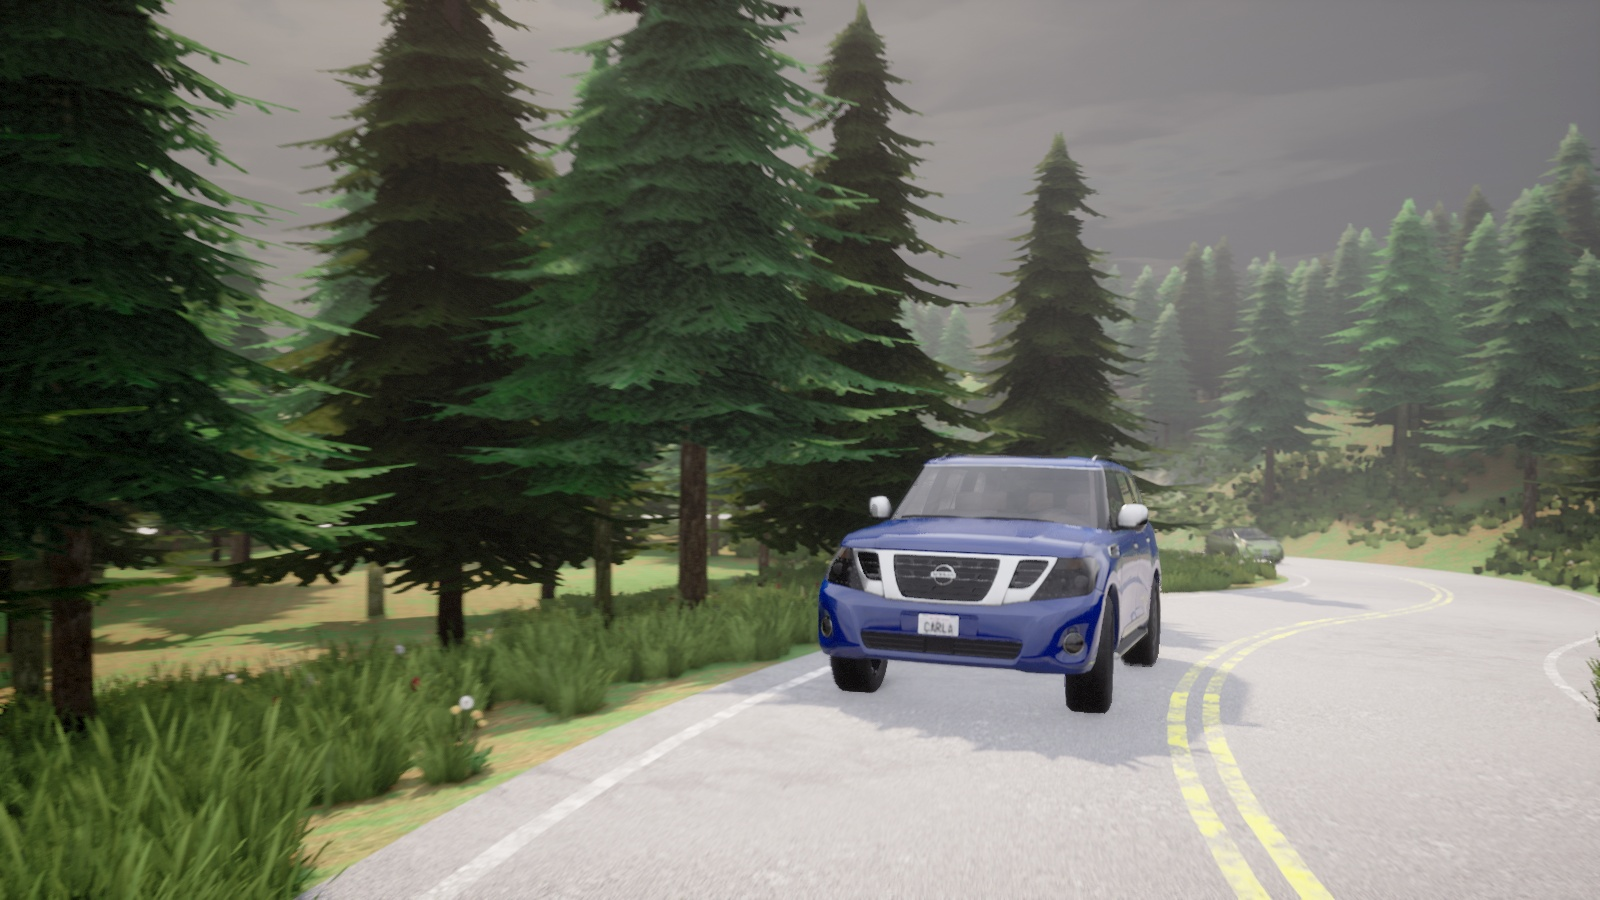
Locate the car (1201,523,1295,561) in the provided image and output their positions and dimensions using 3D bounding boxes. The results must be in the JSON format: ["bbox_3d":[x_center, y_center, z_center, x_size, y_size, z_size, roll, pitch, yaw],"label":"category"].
[{"bbox_3d":[18.670,3.815,52.587,2.007,1.525,4.514,0,-3,-4],"label":"car"}]

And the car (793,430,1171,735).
[{"bbox_3d":[1.999,1.022,11.442,2.150,2.045,5.566,0,-3,22],"label":"car"}]
